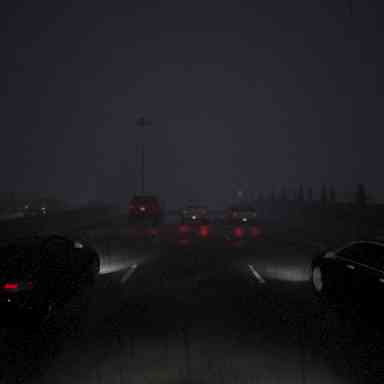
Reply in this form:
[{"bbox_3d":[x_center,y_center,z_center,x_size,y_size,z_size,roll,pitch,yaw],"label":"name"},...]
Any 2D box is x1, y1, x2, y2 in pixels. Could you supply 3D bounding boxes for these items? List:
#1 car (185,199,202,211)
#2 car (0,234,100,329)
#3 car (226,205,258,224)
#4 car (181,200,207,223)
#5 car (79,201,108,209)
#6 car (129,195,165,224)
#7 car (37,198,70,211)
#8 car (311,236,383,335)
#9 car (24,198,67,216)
[{"bbox_3d":[0.190,1.674,42.928,2.033,1.411,5.357,0,-2,0],"label":"car"},{"bbox_3d":[-3.372,1.567,6.953,1.994,1.385,4.181,0,0,0],"label":"car"},{"bbox_3d":[3.650,1.621,25.156,1.895,1.301,4.718,0,0,0],"label":"car"},{"bbox_3d":[0.153,1.544,25.618,1.812,1.442,4.674,0,0,0],"label":"car"},{"bbox_3d":[-10.465,1.622,35.678,1.895,1.301,4.718,0,0,1],"label":"car"},{"bbox_3d":[-3.349,1.238,25.235,2.150,2.045,5.566,0,0,0],"label":"car"},{"bbox_3d":[-17.428,1.588,42.108,2.128,1.511,4.902,0,-2,1],"label":"car"},{"bbox_3d":[3.624,1.511,5.710,1.837,1.490,4.892,0,0,0],"label":"car"},{"bbox_3d":[-13.987,1.367,31.626,2.097,1.767,4.553,0,0,1],"label":"car"}]
